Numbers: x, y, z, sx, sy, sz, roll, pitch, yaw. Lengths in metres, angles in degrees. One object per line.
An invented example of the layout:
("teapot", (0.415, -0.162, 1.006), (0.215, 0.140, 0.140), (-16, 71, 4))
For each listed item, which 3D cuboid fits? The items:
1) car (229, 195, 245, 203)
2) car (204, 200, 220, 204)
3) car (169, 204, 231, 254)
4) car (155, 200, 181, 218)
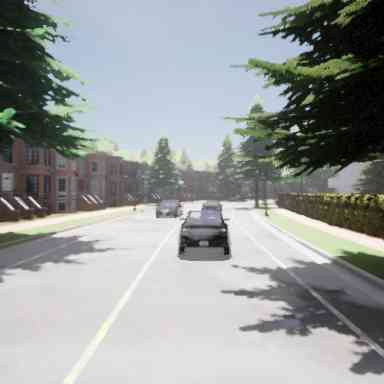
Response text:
("car", (9.386, 1.394, 68.868), (1.837, 1.490, 4.892), (0, 0, 34))
("car", (1.809, 1.478, 29.619), (1.812, 1.442, 4.674), (0, 0, 6))
("car", (0.511, 1.469, 13.350), (2.128, 1.511, 4.902), (0, 0, 3))
("car", (-1.938, 1.439, 29.192), (2.128, 1.511, 4.902), (0, 0, 6))
